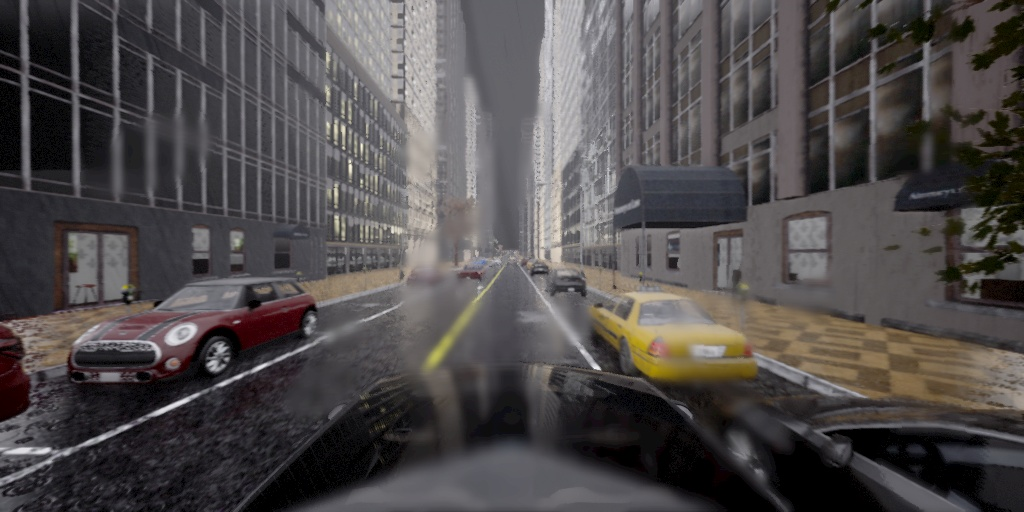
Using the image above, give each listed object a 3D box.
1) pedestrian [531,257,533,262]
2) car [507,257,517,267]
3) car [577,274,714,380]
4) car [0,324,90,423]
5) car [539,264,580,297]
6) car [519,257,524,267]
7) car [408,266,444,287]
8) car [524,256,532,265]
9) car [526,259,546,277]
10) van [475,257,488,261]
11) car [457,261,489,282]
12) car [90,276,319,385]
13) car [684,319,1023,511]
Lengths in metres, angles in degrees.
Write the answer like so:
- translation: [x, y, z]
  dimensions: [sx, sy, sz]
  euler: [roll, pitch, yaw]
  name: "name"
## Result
- translation: [2.998, 0.987, 53.924]
  dimensions: [0.375, 1.860, 0.375]
  euler: [0, 0, 0]
  name: "pedestrian"
- translation: [-0.001, 1.169, 65.256]
  dimensions: [2.128, 1.511, 4.902]
  euler: [0, 0, 0]
  name: "car"
- translation: [2.689, 1.271, 7.236]
  dimensions: [1.751, 1.417, 4.829]
  euler: [0, 0, 0]
  name: "car"
- translation: [-5.691, 1.065, 1.373]
  dimensions: [2.192, 1.841, 5.009]
  euler: [0, 0, 0]
  name: "car"
- translation: [2.689, 1.285, 18.461]
  dimensions: [2.007, 1.370, 4.403]
  euler: [0, 0, 0]
  name: "car"
- translation: [2.688, 0.992, 64.047]
  dimensions: [2.192, 1.841, 5.009]
  euler: [0, 0, 0]
  name: "car"
- translation: [-5.691, 1.312, 24.165]
  dimensions: [1.802, 1.307, 4.207]
  euler: [0, 0, 0]
  name: "car"
- translation: [2.998, 1.153, 50.936]
  dimensions: [1.801, 1.575, 5.366]
  euler: [0, 0, 0]
  name: "car"
- translation: [2.689, 1.283, 35.556]
  dimensions: [1.948, 1.339, 4.313]
  euler: [0, 0, 0]
  name: "car"
- translation: [-5.692, 1.019, 64.052]
  dimensions: [1.690, 1.789, 3.998]
  euler: [0, 0, 0]
  name: "van"
- translation: [-3.099, 1.327, 28.290]
  dimensions: [1.895, 1.301, 4.718]
  euler: [0, 0, 0]
  name: "car"
- translation: [-5.691, 1.186, 7.071]
  dimensions: [1.967, 1.591, 4.097]
  euler: [0, 0, 0]
  name: "car"
- translation: [2.690, 1.316, 1.368]
  dimensions: [1.948, 1.339, 4.313]
  euler: [0, 0, 0]
  name: "car"
